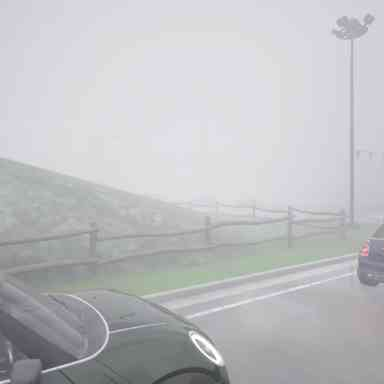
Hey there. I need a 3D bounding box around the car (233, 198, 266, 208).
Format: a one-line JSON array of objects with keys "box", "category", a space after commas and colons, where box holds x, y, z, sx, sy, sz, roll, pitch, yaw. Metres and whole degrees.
[{"box": [7.948, 1.526, 46.244, 4.674, 1.442, 1.812, 0, 0, 33], "category": "car"}]

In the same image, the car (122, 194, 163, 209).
[{"box": [-6.726, 1.221, 45.021, 5.566, 2.045, 2.150, 0, 0, 17], "category": "car"}]

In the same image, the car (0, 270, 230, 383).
[{"box": [-1.857, 1.352, 2.423, 4.553, 1.767, 2.097, 0, 0, -35], "category": "car"}]

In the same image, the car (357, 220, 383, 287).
[{"box": [6.097, 1.352, 8.144, 4.553, 1.767, 2.097, 0, 0, -35], "category": "car"}]

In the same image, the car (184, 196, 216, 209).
[{"box": [1.132, 1.352, 45.953, 4.553, 1.767, 2.097, 0, 0, 26], "category": "car"}]
